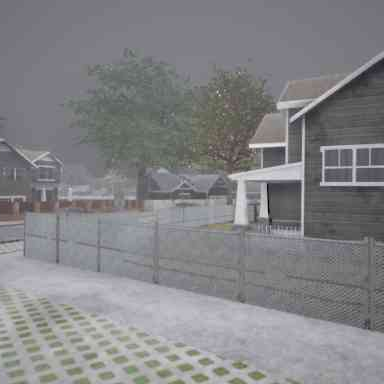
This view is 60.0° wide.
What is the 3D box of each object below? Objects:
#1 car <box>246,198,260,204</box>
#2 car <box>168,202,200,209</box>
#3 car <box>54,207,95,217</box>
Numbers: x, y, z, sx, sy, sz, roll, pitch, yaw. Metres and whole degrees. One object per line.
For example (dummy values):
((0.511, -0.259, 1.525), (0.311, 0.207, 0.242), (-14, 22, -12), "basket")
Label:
((9.181, 1.710, 52.452), (2.097, 1.767, 4.553), (1, 0, 43), "car")
((-0.959, 1.904, 39.753), (1.882, 1.535, 5.008), (1, 0, 35), "car")
((-9.396, 1.819, 25.107), (1.895, 1.301, 4.718), (1, 0, 26), "car")
